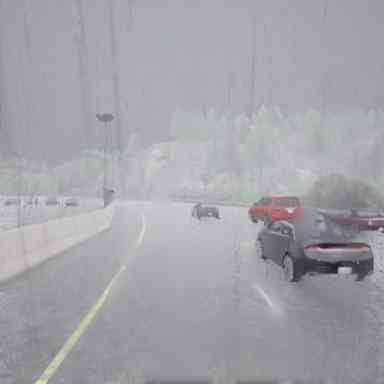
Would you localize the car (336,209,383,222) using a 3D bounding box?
[{"bbox_3d":[9.497,1.638,19.300,1.895,1.301,4.718,0,0,-6],"label":"car"}]

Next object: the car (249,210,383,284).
[{"bbox_3d":[3.232,1.515,9.712,2.128,1.511,4.902,0,0,-3],"label":"car"}]

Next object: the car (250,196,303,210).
[{"bbox_3d":[5.611,1.280,22.672,2.150,2.045,5.566,0,0,-6],"label":"car"}]

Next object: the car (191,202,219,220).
[{"bbox_3d":[1.128,1.617,29.137,1.812,1.442,4.674,0,0,-9],"label":"car"}]
